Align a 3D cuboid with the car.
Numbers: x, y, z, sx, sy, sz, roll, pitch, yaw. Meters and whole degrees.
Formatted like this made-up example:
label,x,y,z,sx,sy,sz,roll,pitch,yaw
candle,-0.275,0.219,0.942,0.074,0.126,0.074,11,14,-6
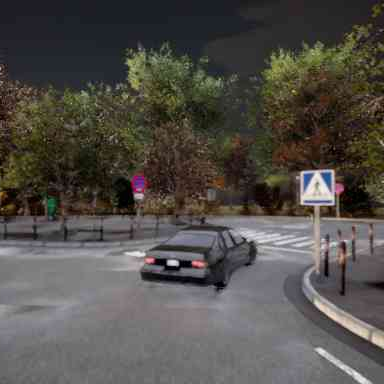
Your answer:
label,x,y,z,sx,sy,sz,roll,pitch,yaw
car,0.517,1.696,9.734,2.033,1.411,5.357,-1,-2,22
